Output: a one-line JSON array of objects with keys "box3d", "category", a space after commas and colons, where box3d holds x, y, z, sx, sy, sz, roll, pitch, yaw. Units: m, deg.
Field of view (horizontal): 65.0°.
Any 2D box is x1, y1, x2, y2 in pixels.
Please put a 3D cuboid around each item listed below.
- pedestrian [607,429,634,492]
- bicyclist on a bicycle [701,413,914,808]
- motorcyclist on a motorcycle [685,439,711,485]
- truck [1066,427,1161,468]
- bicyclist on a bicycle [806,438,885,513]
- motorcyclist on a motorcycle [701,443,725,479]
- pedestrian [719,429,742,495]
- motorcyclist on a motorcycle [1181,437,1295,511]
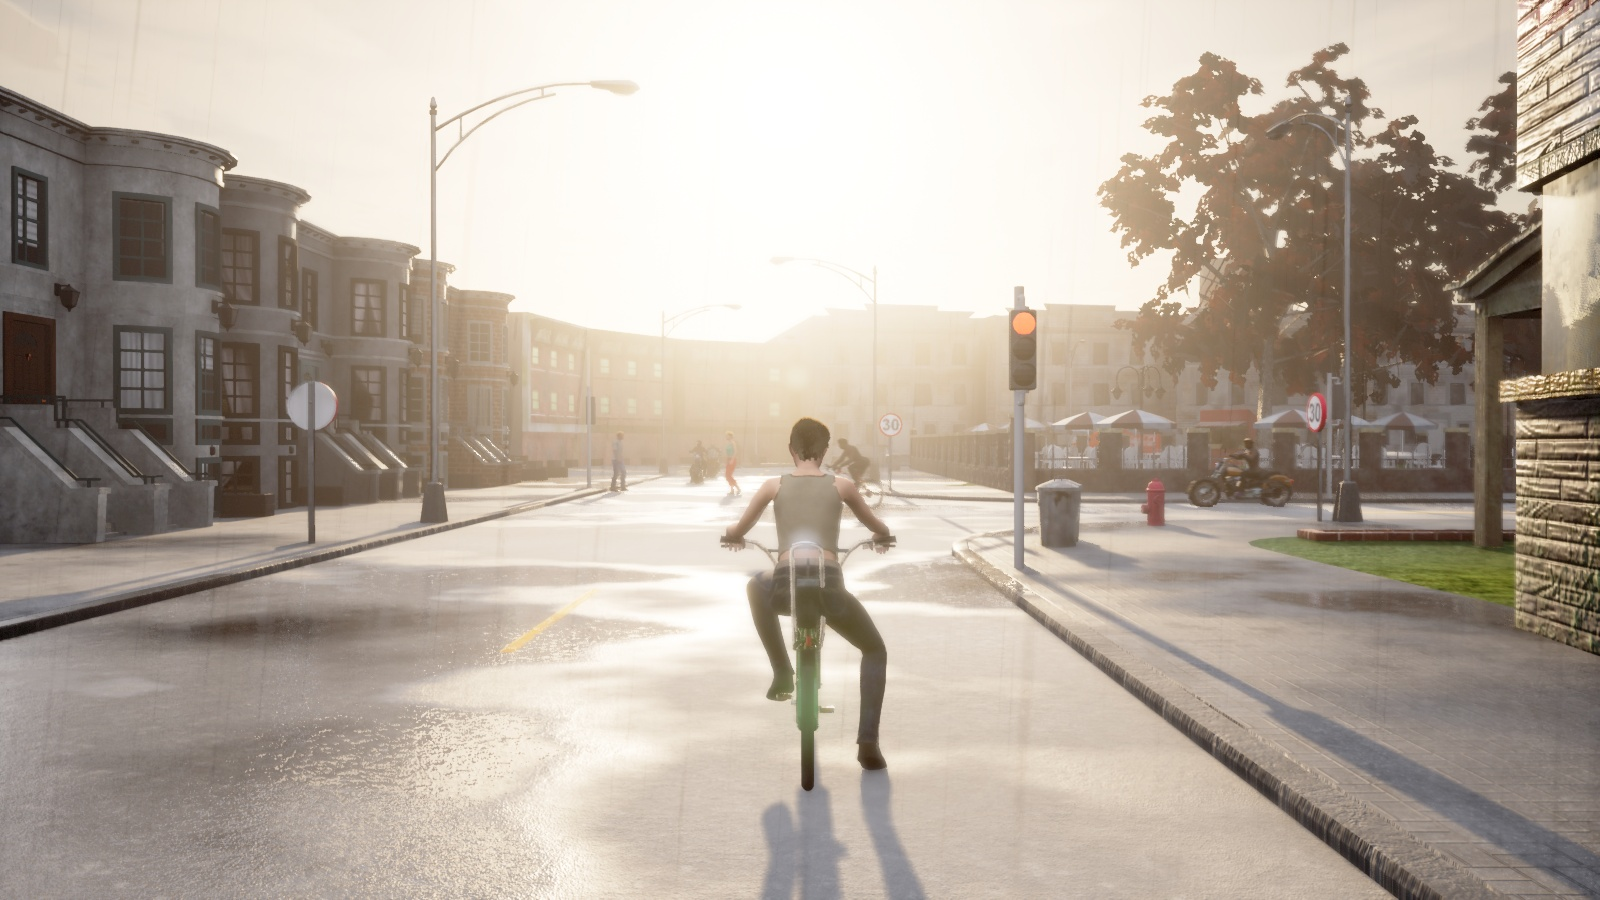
[{"box3d": [-5.300, 0.303, 37.128, 0.706, 1.836, 0.354, 0, 0, 20], "category": "pedestrian"}, {"box3d": [0.037, 0.650, 5.875, 0.866, 1.612, 1.509, 0, 0, 0], "category": "bicyclist on a bicycle"}, {"box3d": [-3.778, 0.429, 46.842, 0.766, 1.649, 2.350, 0, 0, 0], "category": "motorcyclist on a motorcycle"}, {"box3d": [19.399, -0.165, 77.913, 5.204, 2.467, 2.627, 0, 0, 0], "category": "truck"}, {"box3d": [1.018, 0.542, 27.936, 1.656, 1.620, 0.582, 0, 2, -20], "category": "bicyclist on a bicycle"}, {"box3d": [-3.752, 0.472, 54.283, 0.866, 1.530, 2.191, 0, 0, 0], "category": "motorcyclist on a motorcycle"}, {"box3d": [-1.967, 0.339, 35.537, 0.594, 1.836, 0.345, 0, 0, -23], "category": "pedestrian"}, {"box3d": [9.991, 0.543, 28.712, 2.350, 1.649, 0.766, 0, 0, 0], "category": "motorcyclist on a motorcycle"}]
